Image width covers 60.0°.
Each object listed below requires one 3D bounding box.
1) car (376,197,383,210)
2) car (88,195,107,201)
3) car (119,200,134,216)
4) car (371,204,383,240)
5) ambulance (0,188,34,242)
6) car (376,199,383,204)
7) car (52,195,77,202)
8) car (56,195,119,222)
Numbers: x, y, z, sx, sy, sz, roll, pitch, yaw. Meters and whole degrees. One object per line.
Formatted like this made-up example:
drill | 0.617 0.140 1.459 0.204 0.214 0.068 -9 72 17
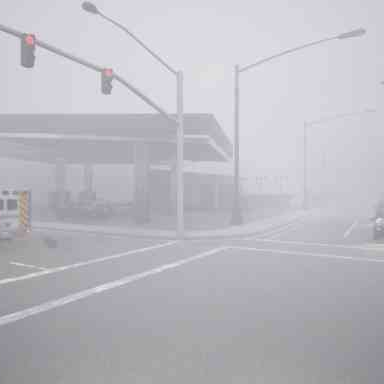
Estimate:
car | 25.100 1.491 42.977 2.128 1.511 4.902 0 0 30
car | -25.118 1.524 88.212 4.674 1.442 1.812 0 0 -28
car | -5.960 1.456 30.632 3.806 1.475 1.970 0 0 31
car | 10.116 1.547 16.657 2.033 1.411 5.357 0 0 29
ambulance | -10.168 1.031 15.172 6.366 2.431 2.351 0 0 31
car | 14.968 1.505 25.259 1.837 1.490 4.892 0 0 30
car | -30.678 1.540 80.076 5.357 1.411 2.033 0 0 -43
car | -8.220 1.295 25.296 4.611 1.667 2.242 0 0 31
